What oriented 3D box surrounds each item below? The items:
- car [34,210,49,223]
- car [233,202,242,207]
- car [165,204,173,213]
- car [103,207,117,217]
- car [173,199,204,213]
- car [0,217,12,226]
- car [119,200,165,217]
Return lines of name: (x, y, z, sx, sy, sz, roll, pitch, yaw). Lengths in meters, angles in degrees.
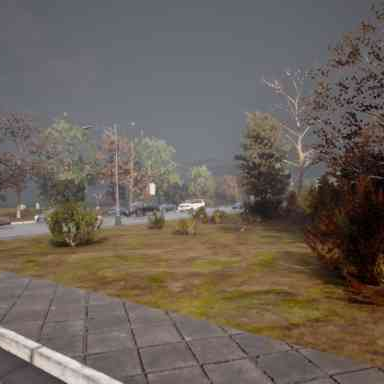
car: (-14.852, 2.508, 36.487, 2.128, 1.511, 4.902, -3, -2, 33)
car: (9.297, 2.472, 61.233, 2.033, 1.411, 5.357, -3, -2, 33)
car: (-4.231, 2.615, 53.244, 2.128, 1.511, 4.902, -3, -2, 33)
car: (-10.037, 2.617, 44.081, 1.994, 1.385, 4.181, -3, -2, 32)
car: (-0.062, 2.200, 53.297, 2.150, 2.045, 5.566, -3, -1, 33)
car: (-17.332, 2.390, 26.338, 2.033, 1.411, 5.357, -3, -2, 34)
car: (-6.466, 2.126, 43.213, 2.150, 2.045, 5.566, -3, -2, 32)
